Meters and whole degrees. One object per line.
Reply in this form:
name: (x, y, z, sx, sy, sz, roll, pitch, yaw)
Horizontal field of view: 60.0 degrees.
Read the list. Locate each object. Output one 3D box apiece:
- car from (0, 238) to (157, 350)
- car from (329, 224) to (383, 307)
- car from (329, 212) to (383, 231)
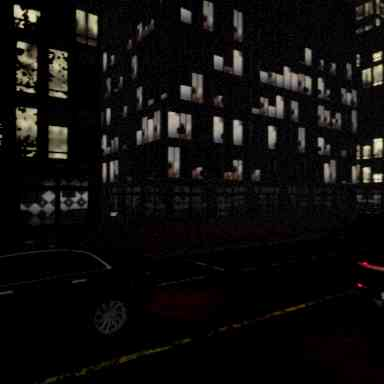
car: (-2.919, 1.546, 5.115, 4.892, 1.490, 1.837, 0, 0, -34)
car: (5.263, 1.529, 6.828, 4.902, 1.511, 2.128, 0, 0, -34)
car: (8.456, 1.657, 16.017, 4.313, 1.339, 1.947, 0, 0, -34)
